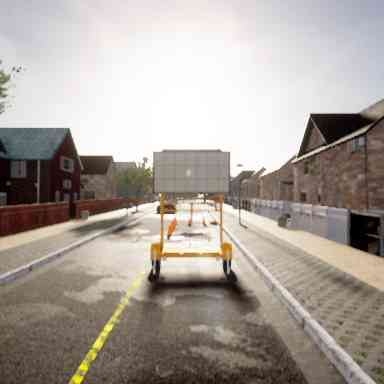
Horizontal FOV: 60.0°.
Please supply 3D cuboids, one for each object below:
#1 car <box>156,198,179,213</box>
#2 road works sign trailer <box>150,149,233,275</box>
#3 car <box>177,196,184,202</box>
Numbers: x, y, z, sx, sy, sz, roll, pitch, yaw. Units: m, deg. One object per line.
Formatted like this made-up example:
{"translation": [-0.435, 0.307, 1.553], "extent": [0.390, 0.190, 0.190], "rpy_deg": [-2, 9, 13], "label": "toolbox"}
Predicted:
{"translation": [-2.862, 1.614, 37.378], "extent": [1.994, 1.385, 4.181], "rpy_deg": [0, 0, 0], "label": "car"}
{"translation": [-0.007, 0.455, 10.389], "extent": [2.380, 3.560, 2.880], "rpy_deg": [0, 0, 1], "label": "road works sign trailer"}
{"translation": [-2.780, 1.707, 78.613], "extent": [2.033, 1.411, 5.357], "rpy_deg": [0, -1, 0], "label": "car"}
